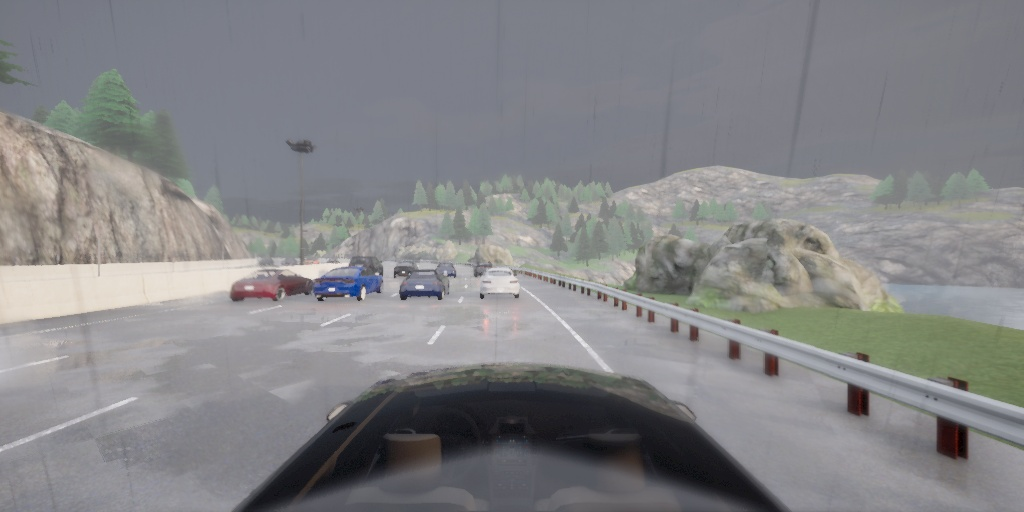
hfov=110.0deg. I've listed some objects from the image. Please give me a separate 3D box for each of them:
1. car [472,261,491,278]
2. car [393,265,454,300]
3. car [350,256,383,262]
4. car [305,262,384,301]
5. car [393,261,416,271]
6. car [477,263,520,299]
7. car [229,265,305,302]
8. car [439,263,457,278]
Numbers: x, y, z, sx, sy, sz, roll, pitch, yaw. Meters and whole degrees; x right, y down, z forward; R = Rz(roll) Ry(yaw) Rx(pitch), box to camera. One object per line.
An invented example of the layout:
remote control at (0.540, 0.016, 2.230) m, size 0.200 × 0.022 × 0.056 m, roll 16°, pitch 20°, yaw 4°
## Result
car at (-2.732, 1.245, 34.071) m, size 2.128 × 1.511 × 4.902 m, roll 0°, pitch 0°, yaw -10°
car at (-4.176, 1.322, 17.597) m, size 1.994 × 1.385 × 4.181 m, roll 0°, pitch 0°, yaw -5°
car at (-13.090, 1.008, 32.352) m, size 2.150 × 2.045 × 5.566 m, roll 0°, pitch 0°, yaw -10°
car at (-7.664, 1.235, 17.303) m, size 1.882 × 1.535 × 5.008 m, roll 0°, pitch 0°, yaw -5°
car at (-9.634, 1.235, 32.905) m, size 1.882 × 1.535 × 5.008 m, roll 0°, pitch 0°, yaw -10°
car at (-0.688, 1.283, 17.890) m, size 1.812 × 1.442 × 4.674 m, roll 0°, pitch 0°, yaw -5°
car at (-11.151, 1.322, 17.010) m, size 1.994 × 1.385 × 4.181 m, roll 0°, pitch 0°, yaw -5°
car at (-6.183, 1.322, 33.488) m, size 1.994 × 1.385 × 4.181 m, roll 0°, pitch 0°, yaw -10°
